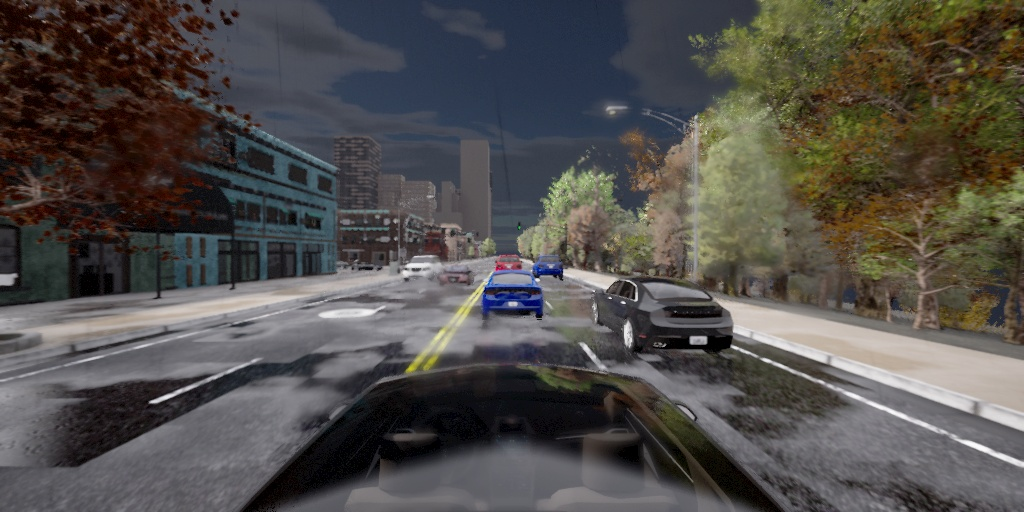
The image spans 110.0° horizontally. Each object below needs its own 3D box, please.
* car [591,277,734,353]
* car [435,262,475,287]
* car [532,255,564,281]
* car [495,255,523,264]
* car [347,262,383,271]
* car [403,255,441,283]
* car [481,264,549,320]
[{"bbox_3d":[3.290,1.249,8.794,1.837,1.490,4.892,0,0,-1],"label":"car"},{"bbox_3d":[-3.629,1.299,24.152,1.994,1.385,4.181,0,0,-1],"label":"car"},{"bbox_3d":[2.971,0.951,30.316,2.150,2.045,5.566,0,0,-1],"label":"car"},{"bbox_3d":[-0.279,0.951,30.258,2.150,2.045,5.566,0,0,-1],"label":"car"},{"bbox_3d":[-20.668,1.537,51.248,4.313,1.339,1.948,0,0,-1],"label":"car"},{"bbox_3d":[-6.949,0.956,28.527,2.150,2.045,5.566,0,0,-1],"label":"car"},{"bbox_3d":[-0.008,1.220,12.670,1.882,1.535,5.008,0,0,-1],"label":"car"}]
